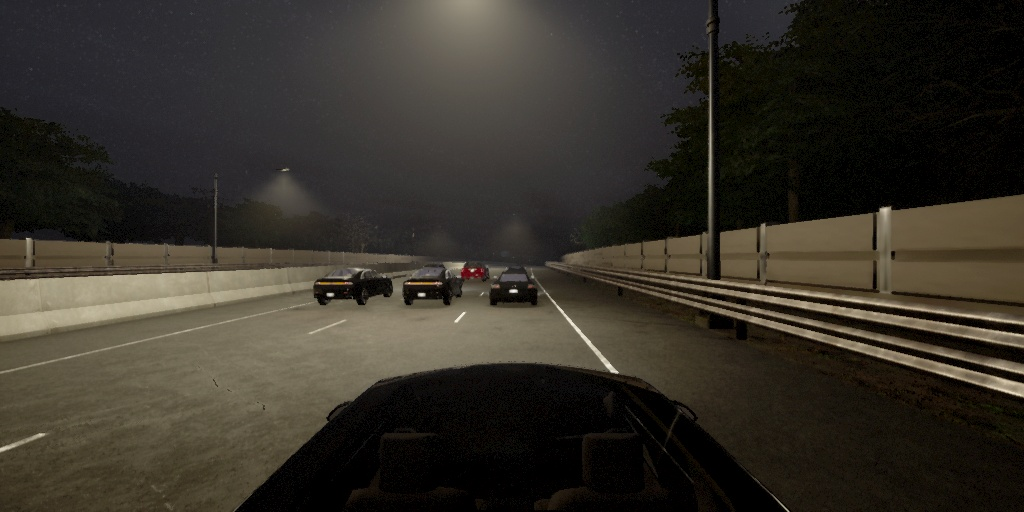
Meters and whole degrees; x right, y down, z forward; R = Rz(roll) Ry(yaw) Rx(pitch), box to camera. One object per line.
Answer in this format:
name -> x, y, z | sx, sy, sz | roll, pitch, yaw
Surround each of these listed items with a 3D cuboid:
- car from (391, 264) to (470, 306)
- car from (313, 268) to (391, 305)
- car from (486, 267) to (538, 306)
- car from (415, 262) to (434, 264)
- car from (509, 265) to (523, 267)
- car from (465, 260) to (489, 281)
car -> -3.410, 1.279, 16.083 | 2.128, 1.511, 4.902 | 0, 0, 1
car -> -6.910, 1.279, 16.127 | 2.128, 1.511, 4.902 | 0, 0, 1
car -> 0.089, 1.355, 16.039 | 1.994, 1.385, 4.181 | 0, 0, 1
car -> -6.630, 1.383, 31.059 | 1.837, 1.490, 4.892 | 0, 0, 1
car -> 0.368, 1.436, 30.882 | 1.994, 1.385, 4.181 | 0, 0, 1
car -> -3.132, 1.231, 30.942 | 2.097, 1.767, 4.553 | 0, 0, 1
